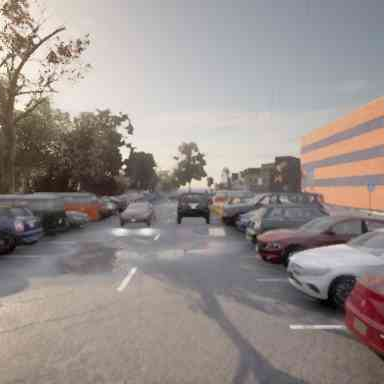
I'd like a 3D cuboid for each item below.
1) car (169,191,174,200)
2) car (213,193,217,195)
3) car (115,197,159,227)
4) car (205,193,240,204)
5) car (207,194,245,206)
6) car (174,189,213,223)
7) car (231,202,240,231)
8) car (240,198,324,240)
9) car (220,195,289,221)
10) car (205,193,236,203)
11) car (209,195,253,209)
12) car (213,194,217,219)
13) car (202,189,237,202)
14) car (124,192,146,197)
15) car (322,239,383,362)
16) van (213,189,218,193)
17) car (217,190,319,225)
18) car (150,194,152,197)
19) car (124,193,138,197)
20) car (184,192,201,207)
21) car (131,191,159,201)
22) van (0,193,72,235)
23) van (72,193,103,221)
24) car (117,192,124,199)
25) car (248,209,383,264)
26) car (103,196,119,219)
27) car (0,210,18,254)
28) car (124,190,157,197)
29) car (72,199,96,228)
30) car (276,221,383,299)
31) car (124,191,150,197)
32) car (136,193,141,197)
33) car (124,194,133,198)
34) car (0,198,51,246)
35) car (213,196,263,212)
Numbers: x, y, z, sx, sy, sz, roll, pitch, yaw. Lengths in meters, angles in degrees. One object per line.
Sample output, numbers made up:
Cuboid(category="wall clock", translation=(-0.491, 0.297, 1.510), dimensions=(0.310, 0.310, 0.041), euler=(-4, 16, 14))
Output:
Cuboid(category="car", translation=(-3.283, 0.600, 63.387), dimensions=(2.097, 1.767, 4.553), euler=(0, 1, 0))
Cuboid(category="car", translation=(4.225, 1.166, 29.627), dimensions=(5.366, 1.575, 1.946), euler=(0, 1, 0))
Cuboid(category="car", translation=(-3.352, 1.317, 21.335), dimensions=(1.812, 1.442, 4.674), euler=(0, 1, 0))
Cuboid(category="car", translation=(4.414, 0.925, 49.405), dimensions=(5.008, 1.535, 2.097), euler=(0, 1, 0))
Cuboid(category="car", translation=(4.412, 1.036, 43.755), dimensions=(4.674, 1.452, 2.002), euler=(0, 1, 0))
Cuboid(category="car", translation=(0.098, 0.988, 23.353), dimensions=(2.150, 2.045, 5.566), euler=(0, 1, 0))
Cuboid(category="car", translation=(4.410, 1.382, 15.500), dimensions=(4.674, 1.452, 2.002), euler=(0, 1, 0))
Cuboid(category="car", translation=(4.382, 1.251, 12.673), dimensions=(4.553, 1.767, 2.185), euler=(0, 1, 0))
Cuboid(category="car", translation=(4.380, 1.113, 23.975), dimensions=(4.553, 1.767, 2.185), euler=(0, 1, 0))
Cuboid(category="car", translation=(4.411, 0.927, 52.233), dimensions=(4.674, 1.452, 2.002), euler=(0, 1, 0))
Cuboid(category="car", translation=(4.439, 1.095, 38.104), dimensions=(4.792, 1.488, 2.163), euler=(0, 1, 0))
Cuboid(category="car", translation=(4.597, 1.201, 26.802), dimensions=(5.366, 1.575, 1.946), euler=(0, 1, 0))
Cuboid(category="car", translation=(4.436, 0.597, 55.054), dimensions=(5.566, 2.045, 2.435), euler=(0, 1, 0))
Cuboid(category="car", translation=(-8.154, 1.067, 38.026), dimensions=(5.008, 1.535, 2.097), euler=(0, 1, 0))
Cuboid(category="car", translation=(4.411, 1.516, 4.189), dimensions=(4.674, 1.452, 2.002), euler=(0, 1, 0))
Cuboid(category="van", translation=(4.294, 0.874, 35.275), dimensions=(4.442, 1.987, 1.878), euler=(0, 1, 0))
Cuboid(category="car", translation=(4.384, 1.056, 18.322), dimensions=(5.566, 2.045, 2.435), euler=(0, 1, 0))
Cuboid(category="car", translation=(-8.155, 0.998, 43.673), dimensions=(4.892, 1.521, 2.231), euler=(0, 1, 0))
Cuboid(category="car", translation=(-8.162, 1.137, 32.254), dimensions=(5.008, 1.535, 2.097), euler=(0, 1, 0))
Cuboid(category="car", translation=(0.094, 0.884, 42.394), dimensions=(2.097, 1.767, 4.553), euler=(0, 1, 0))
Cuboid(category="car", translation=(-8.103, 0.677, 57.797), dimensions=(4.553, 1.767, 2.185), euler=(0, 0, 0))
Cuboid(category="van", translation=(-8.275, 1.117, 15.435), dimensions=(4.442, 1.987, 1.878), euler=(0, 1, 0))
Cuboid(category="van", translation=(-8.272, 1.048, 21.085), dimensions=(4.442, 1.987, 1.878), euler=(0, 1, 0))
Cuboid(category="car", translation=(-8.188, 1.081, 26.606), dimensions=(4.553, 1.767, 2.185), euler=(0, 1, 0))
Cuboid(category="car", translation=(4.419, 1.411, 9.849), dimensions=(5.008, 1.535, 2.097), euler=(0, 1, 0))
Cuboid(category="car", translation=(-8.162, 1.241, 23.784), dimensions=(5.008, 1.535, 2.097), euler=(0, 1, 0))
Cuboid(category="car", translation=(-8.190, 1.442, 9.794), dimensions=(4.792, 1.488, 2.163), euler=(0, 1, 0))
Cuboid(category="car", translation=(-8.171, 0.927, 49.319), dimensions=(4.892, 1.521, 2.231), euler=(0, 1, 0))
Cuboid(category="car", translation=(-8.163, 1.310, 18.262), dimensions=(4.892, 1.521, 2.231), euler=(0, 1, 0))
Cuboid(category="car", translation=(4.416, 1.486, 7.024), dimensions=(4.674, 1.452, 2.002), euler=(0, 1, 0))
Cuboid(category="car", translation=(-8.154, 1.032, 40.849), dimensions=(5.008, 1.535, 2.097), euler=(0, 1, 0))
Cuboid(category="car", translation=(-8.187, 1.131, 35.202), dimensions=(4.792, 1.488, 2.163), euler=(0, 1, 0))
Cuboid(category="car", translation=(-8.152, 1.172, 29.431), dimensions=(5.008, 1.535, 2.097), euler=(0, 1, 0))
Cuboid(category="car", translation=(-8.127, 1.254, 12.489), dimensions=(4.553, 1.767, 2.185), euler=(0, 1, 0))
Cuboid(category="car", translation=(4.413, 1.175, 32.453), dimensions=(4.674, 1.452, 2.002), euler=(0, 1, 0))
